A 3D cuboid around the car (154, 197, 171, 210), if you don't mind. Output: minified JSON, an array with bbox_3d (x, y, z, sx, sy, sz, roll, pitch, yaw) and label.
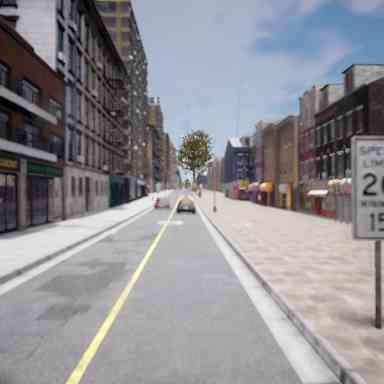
[{"bbox_3d":[-3.641,1.385,41.210,1.812,1.442,4.674,0,1,-1],"label":"car"}]

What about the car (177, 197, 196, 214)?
[{"bbox_3d":[-0.601,1.510,35.137,1.994,1.385,4.181,0,1,0],"label":"car"}]
